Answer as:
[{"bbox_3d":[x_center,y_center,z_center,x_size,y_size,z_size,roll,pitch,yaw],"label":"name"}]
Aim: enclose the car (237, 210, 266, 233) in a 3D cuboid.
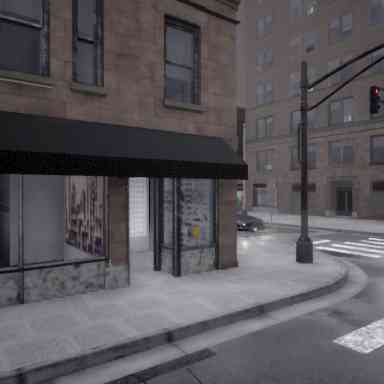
[{"bbox_3d":[1.721,1.539,19.321,2.033,1.411,5.357,0,0,-36],"label":"car"}]
